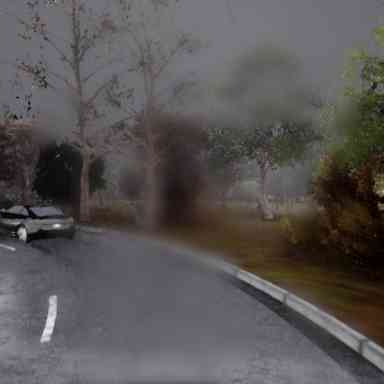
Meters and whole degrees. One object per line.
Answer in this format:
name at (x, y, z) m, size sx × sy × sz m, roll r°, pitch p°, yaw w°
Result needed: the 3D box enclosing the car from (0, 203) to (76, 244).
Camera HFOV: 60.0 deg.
car at (-6.569, 1.129, 13.458) m, size 4.181 × 1.385 × 1.994 m, roll 3°, pitch 1°, yaw 38°
